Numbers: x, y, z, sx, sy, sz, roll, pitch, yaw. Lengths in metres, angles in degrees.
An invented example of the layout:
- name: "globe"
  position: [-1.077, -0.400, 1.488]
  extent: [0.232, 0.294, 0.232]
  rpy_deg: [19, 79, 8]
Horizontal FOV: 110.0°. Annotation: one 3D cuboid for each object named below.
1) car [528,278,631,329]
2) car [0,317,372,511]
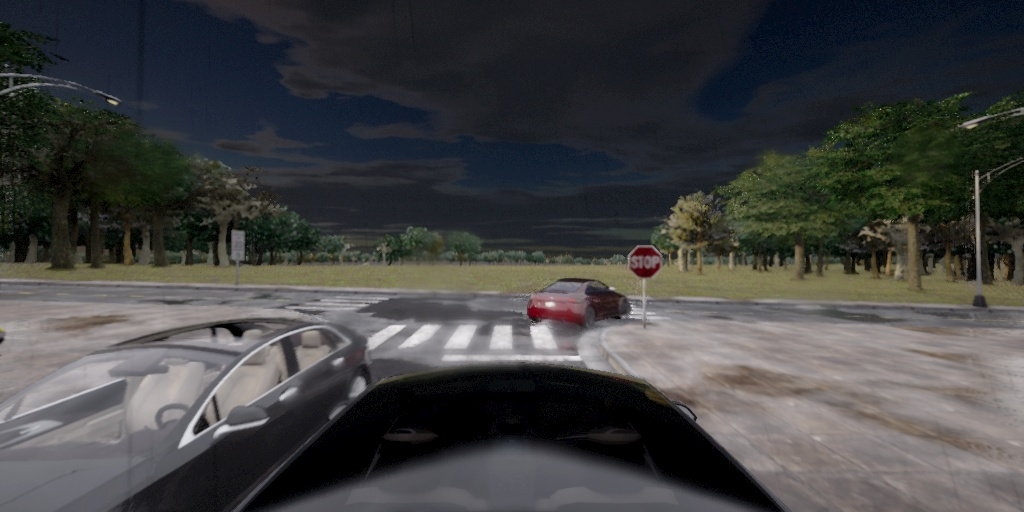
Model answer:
- name: "car"
  position: [2.320, 1.427, 11.786]
  extent: [1.994, 1.385, 4.181]
  rpy_deg: [0, -2, 37]
- name: "car"
  position: [-2.637, 1.308, 3.002]
  extent: [2.007, 1.370, 4.403]
  rpy_deg: [0, 0, 0]
